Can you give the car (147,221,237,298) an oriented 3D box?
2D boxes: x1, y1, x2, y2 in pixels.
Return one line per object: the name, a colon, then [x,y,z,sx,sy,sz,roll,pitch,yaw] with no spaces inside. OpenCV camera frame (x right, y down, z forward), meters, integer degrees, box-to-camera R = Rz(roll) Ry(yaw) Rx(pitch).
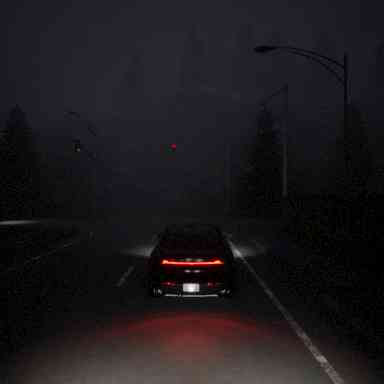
car: [0.025,1.505,8.514,1.837,1.490,4.892,0,0,1]
